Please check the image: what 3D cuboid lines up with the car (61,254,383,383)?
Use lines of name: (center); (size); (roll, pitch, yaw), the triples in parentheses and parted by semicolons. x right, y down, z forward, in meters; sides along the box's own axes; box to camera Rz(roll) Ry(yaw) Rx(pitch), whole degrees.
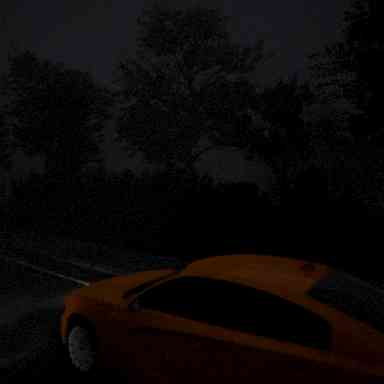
car: (0.494, 1.487, 3.813); (5.008, 1.535, 1.882); (0, 0, 36)
